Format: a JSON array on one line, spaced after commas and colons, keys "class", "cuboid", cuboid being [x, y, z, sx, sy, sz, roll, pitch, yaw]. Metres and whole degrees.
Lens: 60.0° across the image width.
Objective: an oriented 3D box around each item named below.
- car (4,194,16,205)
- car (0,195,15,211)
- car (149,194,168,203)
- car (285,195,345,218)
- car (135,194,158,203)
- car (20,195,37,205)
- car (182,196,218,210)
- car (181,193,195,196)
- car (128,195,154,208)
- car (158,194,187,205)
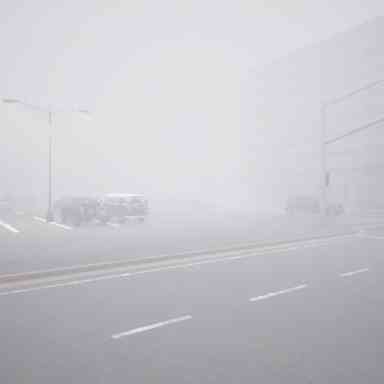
[{"class": "car", "cuboid": [-29.692, 1.212, 53.715, 1.905, 1.878, 3.866, 0, 0, -35]}, {"class": "car", "cuboid": [-21.815, 1.451, 37.892, 1.970, 1.475, 3.806, 0, 0, -35]}, {"class": "car", "cuboid": [-7.019, 1.407, 69.358, 2.097, 1.767, 4.553, 0, 0, -35]}, {"class": "car", "cuboid": [11.364, 1.277, 31.159, 2.150, 2.045, 5.566, 0, 0, -35]}, {"class": "car", "cuboid": [-8.953, 1.547, 66.022, 2.128, 1.511, 4.902, 0, 0, -35]}, {"class": "car", "cuboid": [-27.298, 1.209, 55.342, 1.932, 1.855, 4.605, 0, 0, -35]}, {"class": "car", "cuboid": [1.280, 1.603, 45.310, 2.033, 1.411, 5.357, 0, 0, -35]}, {"class": "car", "cuboid": [-1.486, 1.277, 61.596, 2.150, 2.045, 5.566, 0, 0, -35]}, {"class": "car", "cuboid": [-9.287, 1.677, 60.305, 1.895, 1.301, 4.718, 0, 0, -35]}, {"class": "car", "cuboid": [-3.540, 1.533, 58.443, 1.882, 1.535, 5.008, 0, 0, -36]}]
